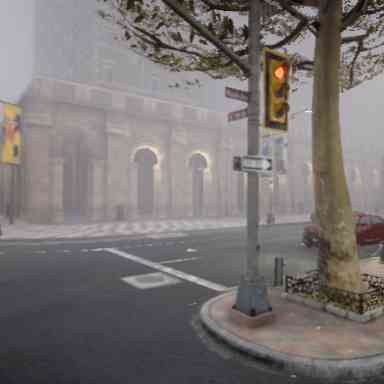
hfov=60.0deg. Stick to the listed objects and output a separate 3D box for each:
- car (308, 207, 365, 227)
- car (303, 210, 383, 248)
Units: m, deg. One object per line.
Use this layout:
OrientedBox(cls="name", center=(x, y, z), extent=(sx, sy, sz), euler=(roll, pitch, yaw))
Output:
OrientedBox(cls="car", center=(11.257, 1.851, 25.742), extent=(4.718, 1.301, 1.895), euler=(1, 0, -36))
OrientedBox(cls="car", center=(6.871, 1.625, 14.433), extent=(5.008, 1.535, 1.882), euler=(1, 0, -36))
